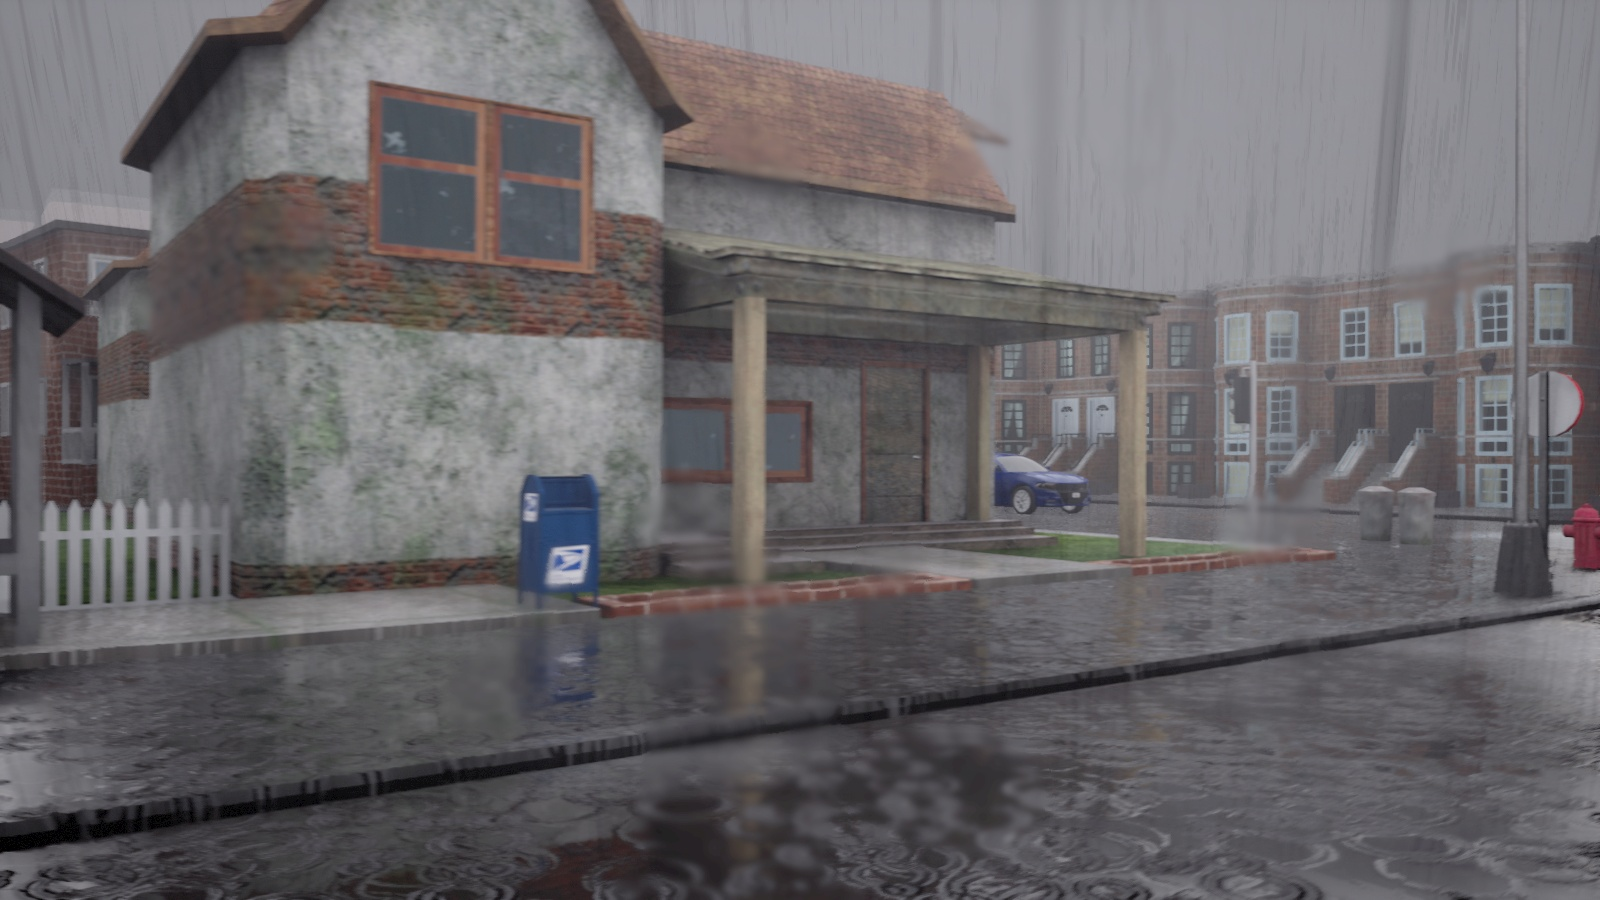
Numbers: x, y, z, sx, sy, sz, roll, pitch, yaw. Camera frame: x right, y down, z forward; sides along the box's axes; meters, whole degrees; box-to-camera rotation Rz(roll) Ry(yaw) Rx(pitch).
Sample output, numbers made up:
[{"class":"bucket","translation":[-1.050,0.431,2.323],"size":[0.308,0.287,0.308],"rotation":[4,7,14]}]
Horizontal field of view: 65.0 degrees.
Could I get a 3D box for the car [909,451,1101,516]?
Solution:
[{"class":"car","translation":[5.119,0.790,32.040],"size":[1.882,1.535,5.008],"rotation":[0,0,-35]}]
